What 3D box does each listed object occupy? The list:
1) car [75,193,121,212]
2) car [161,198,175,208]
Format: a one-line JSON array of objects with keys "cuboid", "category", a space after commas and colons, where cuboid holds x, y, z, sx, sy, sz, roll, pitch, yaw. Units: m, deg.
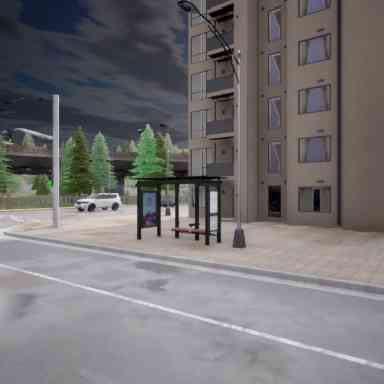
[{"cuboid": [-10.742, 1.166, 38.486, 2.150, 2.045, 5.566, 0, 0, 37], "category": "car"}, {"cuboid": [-4.240, 1.492, 46.452, 2.033, 1.411, 5.357, 0, 0, 44], "category": "car"}]
